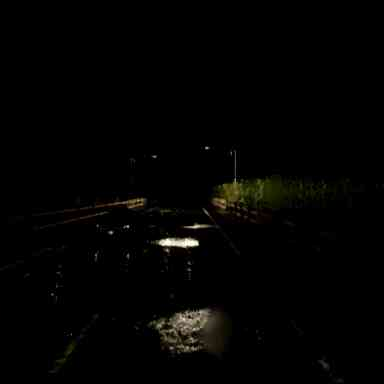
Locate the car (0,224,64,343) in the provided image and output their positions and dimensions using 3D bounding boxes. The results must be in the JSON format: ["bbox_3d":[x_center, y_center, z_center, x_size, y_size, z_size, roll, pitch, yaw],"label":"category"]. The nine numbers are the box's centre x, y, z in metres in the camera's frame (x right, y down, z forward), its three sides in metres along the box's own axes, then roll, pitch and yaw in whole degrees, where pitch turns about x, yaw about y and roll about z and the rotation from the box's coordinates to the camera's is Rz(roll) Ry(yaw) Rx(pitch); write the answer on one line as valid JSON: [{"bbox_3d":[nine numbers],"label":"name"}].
[{"bbox_3d":[-3.604,1.366,4.722,2.097,1.767,4.553,0,0,1],"label":"car"}]

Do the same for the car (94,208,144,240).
[{"bbox_3d":[-3.624,1.567,17.268,1.812,1.442,4.674,0,0,0],"label":"car"}]
